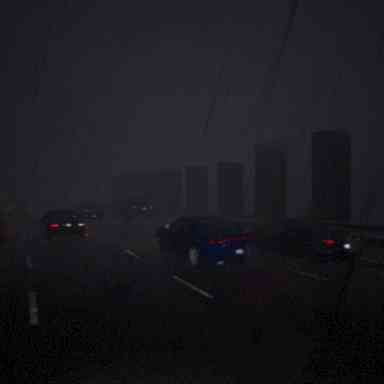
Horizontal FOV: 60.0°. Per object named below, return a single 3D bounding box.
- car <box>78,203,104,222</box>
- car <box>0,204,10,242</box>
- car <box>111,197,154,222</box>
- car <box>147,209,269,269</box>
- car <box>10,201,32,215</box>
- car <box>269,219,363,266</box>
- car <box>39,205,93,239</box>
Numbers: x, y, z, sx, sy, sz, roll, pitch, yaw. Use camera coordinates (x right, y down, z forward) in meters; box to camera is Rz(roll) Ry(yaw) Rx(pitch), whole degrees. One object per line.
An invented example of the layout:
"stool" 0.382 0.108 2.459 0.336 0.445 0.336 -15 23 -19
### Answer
"car" -8.838 1.675 27.810 2.128 1.511 4.902 1 -1 -32
"car" -10.254 1.571 16.493 1.882 1.535 5.008 0 -1 -29
"car" -5.179 1.423 28.586 2.150 2.045 5.566 0 -1 -31
"car" 0.244 1.568 11.743 1.882 1.535 5.008 0 -1 -27
"car" -18.863 1.694 36.456 1.882 1.535 5.008 1 0 -36
"car" 3.948 1.670 12.177 1.994 1.385 4.181 0 0 -27
"car" -7.250 1.664 18.347 2.033 1.411 5.357 0 -1 -30
